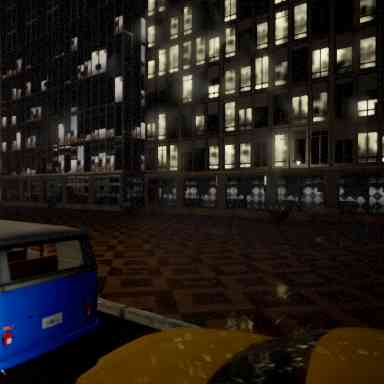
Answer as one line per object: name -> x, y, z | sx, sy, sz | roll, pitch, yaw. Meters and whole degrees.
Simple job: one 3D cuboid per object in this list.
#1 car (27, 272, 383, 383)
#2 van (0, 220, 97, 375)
car -> 1.141, 1.525, 2.054 | 4.829, 1.417, 1.752 | 0, 0, 36
van -> -3.219, 1.347, 5.164 | 3.998, 1.788, 1.690 | 0, 0, 36
